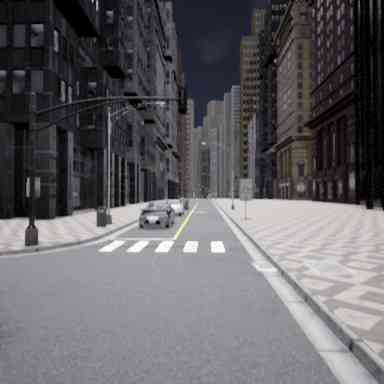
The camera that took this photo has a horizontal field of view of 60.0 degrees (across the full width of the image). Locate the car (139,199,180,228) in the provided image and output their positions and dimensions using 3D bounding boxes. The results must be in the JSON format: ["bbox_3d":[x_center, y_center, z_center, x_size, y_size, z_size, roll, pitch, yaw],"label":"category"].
[{"bbox_3d":[-2.189,1.435,21.686,2.128,1.511,4.902,0,0,2],"label":"car"}]

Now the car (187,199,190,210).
[{"bbox_3d":[-1.330,1.441,41.776,1.837,1.490,4.892,0,0,3],"label":"car"}]

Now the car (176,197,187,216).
[{"bbox_3d":[-1.801,1.460,31.504,1.812,1.442,4.674,0,0,3],"label":"car"}]
